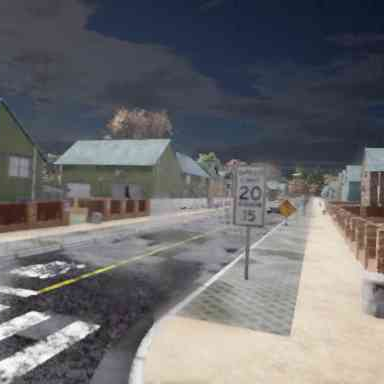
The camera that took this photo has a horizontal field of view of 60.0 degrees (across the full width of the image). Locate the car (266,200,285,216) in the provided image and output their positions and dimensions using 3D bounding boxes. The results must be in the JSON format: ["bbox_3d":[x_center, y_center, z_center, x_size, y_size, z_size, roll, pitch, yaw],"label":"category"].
[{"bbox_3d":[10.113,2.054,39.941,1.895,1.301,4.718,2,0,21],"label":"car"}]

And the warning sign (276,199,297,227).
[{"bbox_3d":[6.665,1.472,23.435,1.300,1.860,1.060,1,-1,20],"label":"warning sign"}]
